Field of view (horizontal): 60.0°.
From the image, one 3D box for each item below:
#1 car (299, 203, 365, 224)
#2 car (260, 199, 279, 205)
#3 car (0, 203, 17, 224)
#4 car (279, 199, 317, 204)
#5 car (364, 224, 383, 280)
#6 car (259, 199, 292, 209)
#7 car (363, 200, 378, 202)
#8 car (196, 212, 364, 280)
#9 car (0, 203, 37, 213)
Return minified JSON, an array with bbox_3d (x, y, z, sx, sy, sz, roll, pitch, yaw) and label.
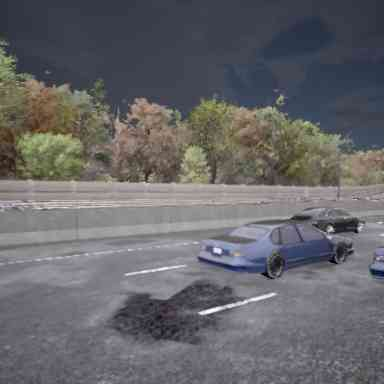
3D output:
[{"bbox_3d":[7.219,1.518,17.507,4.892,1.490,1.837,0,0,-36],"label":"car"},{"bbox_3d":[11.122,1.610,42.011,4.181,1.385,1.994,0,0,-35],"label":"car"},{"bbox_3d":[-14.852,1.562,23.493,4.181,1.385,1.994,0,0,-36],"label":"car"},{"bbox_3d":[12.760,1.549,38.887,4.892,1.490,1.837,0,0,-35],"label":"car"},{"bbox_3d":[6.626,1.555,8.484,5.357,1.411,2.033,0,0,-36],"label":"car"},{"bbox_3d":[11.816,1.656,46.808,4.718,1.301,1.895,0,0,-35],"label":"car"},{"bbox_3d":[21.976,1.670,41.157,4.718,1.301,1.895,0,0,-35],"label":"car"},{"bbox_3d":[2.699,1.552,9.980,5.357,1.411,2.033,0,0,-36],"label":"car"},{"bbox_3d":[-12.334,1.490,20.990,4.902,1.511,2.128,0,0,-36],"label":"car"}]
